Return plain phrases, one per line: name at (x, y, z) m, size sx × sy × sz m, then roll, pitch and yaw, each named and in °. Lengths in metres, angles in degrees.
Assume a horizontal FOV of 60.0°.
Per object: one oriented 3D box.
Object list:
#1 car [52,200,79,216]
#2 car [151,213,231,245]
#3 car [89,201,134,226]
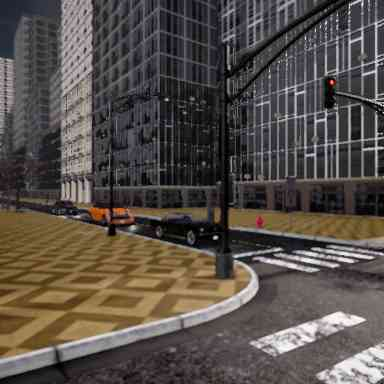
car at (-13.680, 1.674, 35.868) m, size 1.837 × 1.490 × 4.892 m, roll 0°, pitch 2°, yaw -35°
car at (-0.199, 1.747, 16.745) m, size 1.895 × 1.301 × 4.718 m, roll 0°, pitch 0°, yaw -35°
car at (-6.159, 1.511, 25.184) m, size 2.097 × 1.767 × 4.553 m, roll 0°, pitch 0°, yaw -35°
